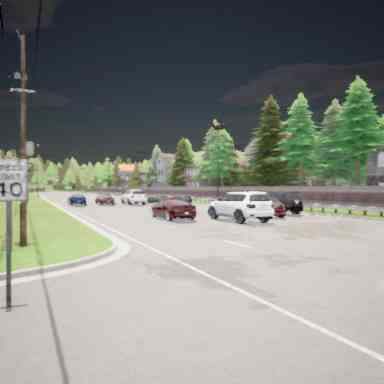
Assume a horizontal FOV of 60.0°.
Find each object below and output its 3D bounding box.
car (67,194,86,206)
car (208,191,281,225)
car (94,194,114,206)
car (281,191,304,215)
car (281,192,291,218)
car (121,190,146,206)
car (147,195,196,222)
[{"bbox_3d":[-15.049,0.961,43.329,1.882,1.535,5.008,0,1,-27],"label":"car"},{"bbox_3d":[3.197,1.004,22.725,2.150,2.045,5.566,0,1,-27],"label":"car"},{"bbox_3d":[-11.667,1.015,44.394,1.812,1.442,4.674,0,1,-27],"label":"car"},{"bbox_3d":[7.442,0.952,29.848,2.150,2.045,5.566,0,1,-27],"label":"car"},{"bbox_3d":[5.248,1.106,26.428,2.097,1.767,4.553,0,1,-27],"label":"car"},{"bbox_3d":[-7.948,0.724,44.795,2.150,2.045,5.566,0,1,-27],"label":"car"},{"bbox_3d":[-1.460,1.223,24.182,1.882,1.535,5.008,0,1,-27],"label":"car"}]
